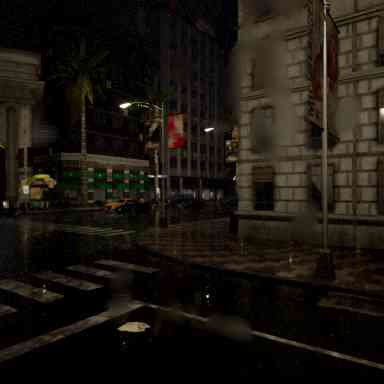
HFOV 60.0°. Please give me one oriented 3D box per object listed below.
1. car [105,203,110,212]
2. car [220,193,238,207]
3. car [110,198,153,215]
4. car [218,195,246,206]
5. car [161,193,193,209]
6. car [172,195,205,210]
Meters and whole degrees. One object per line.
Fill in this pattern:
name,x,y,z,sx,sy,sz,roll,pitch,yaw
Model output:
car,-7.647,1.478,38.093,1.882,1.535,5.008,0,0,37
car,6.719,1.221,50.744,5.566,2.045,2.150,0,0,-45
car,-5.964,1.564,34.465,1.994,1.385,4.181,0,0,36
car,6.691,1.351,55.452,4.553,1.767,2.097,0,0,-41
car,-1.848,1.222,45.975,2.150,2.045,5.566,0,0,37
car,-0.062,1.526,42.496,1.812,1.442,4.674,0,0,37
